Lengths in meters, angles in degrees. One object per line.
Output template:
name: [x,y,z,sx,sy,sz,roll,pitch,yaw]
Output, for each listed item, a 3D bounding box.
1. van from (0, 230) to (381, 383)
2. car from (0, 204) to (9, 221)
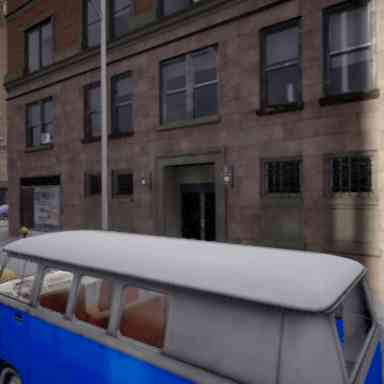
van: [-0.407,1.345,3.149,3.998,1.788,1.690,0,-1,35]
car: [-15.887,1.731,29.853,2.033,1.411,5.357,-1,-1,36]
